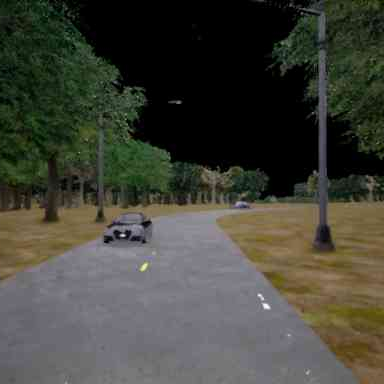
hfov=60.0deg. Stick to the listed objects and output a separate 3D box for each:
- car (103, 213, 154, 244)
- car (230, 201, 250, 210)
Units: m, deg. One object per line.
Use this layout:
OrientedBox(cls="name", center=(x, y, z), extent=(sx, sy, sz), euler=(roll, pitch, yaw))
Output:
OrientedBox(cls="car", center=(-3.060, 1.751, 16.692), extent=(1.994, 1.385, 4.181), euler=(0, -1, 0))
OrientedBox(cls="car", center=(8.353, 2.328, 57.341), extent=(1.812, 1.442, 4.674), euler=(-2, -2, 41))
